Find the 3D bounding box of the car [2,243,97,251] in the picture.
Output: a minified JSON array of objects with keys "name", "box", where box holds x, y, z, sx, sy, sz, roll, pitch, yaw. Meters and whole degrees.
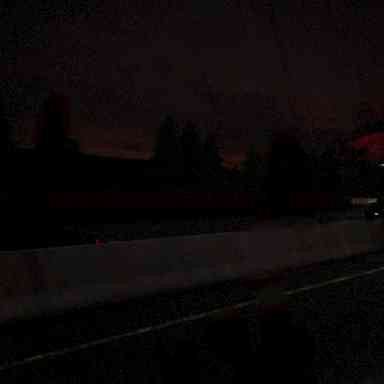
[{"name":"car","box":[-4.734,1.577,9.215,4.181,1.385,1.994,1,0,-36]}]
